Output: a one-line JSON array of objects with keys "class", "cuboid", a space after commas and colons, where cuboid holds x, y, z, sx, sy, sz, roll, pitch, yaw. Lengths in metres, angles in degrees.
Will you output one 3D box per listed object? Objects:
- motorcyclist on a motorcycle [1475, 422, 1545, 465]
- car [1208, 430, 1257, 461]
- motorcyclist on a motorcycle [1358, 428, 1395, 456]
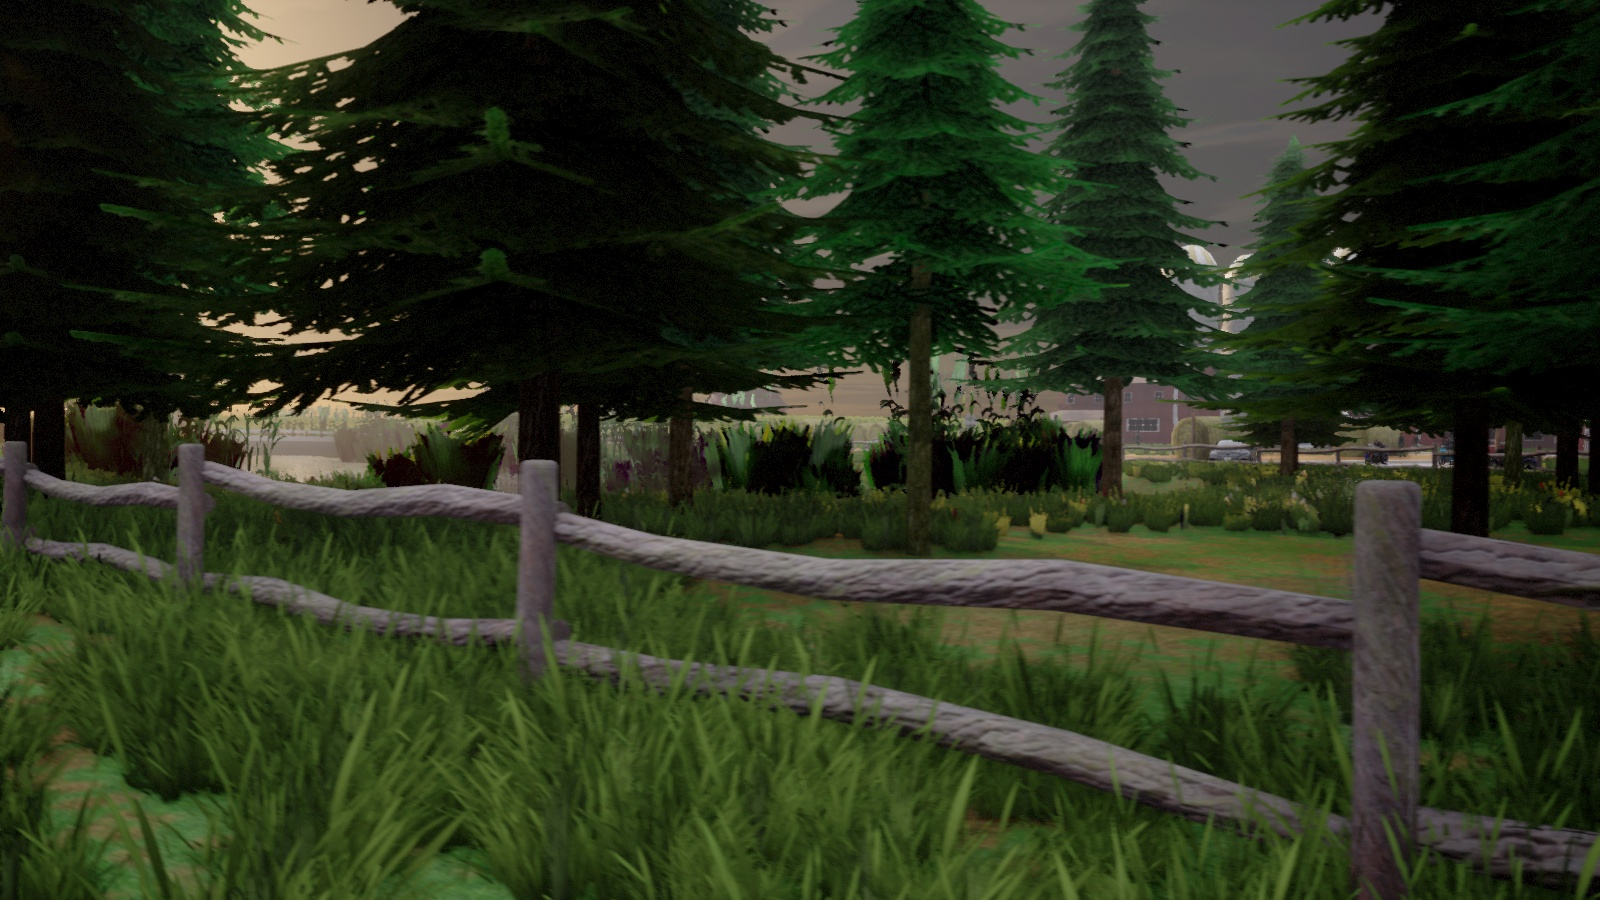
[{"class": "motorcyclist on a motorcycle", "cuboid": [28.083, -0.252, 49.711, 0.766, 1.649, 2.350, -1, 1, -30]}, {"class": "car", "cuboid": [20.810, -0.239, 60.280, 1.812, 1.442, 4.674, 0, 1, 24]}, {"class": "motorcyclist on a motorcycle", "cuboid": [32.299, -0.440, 70.357, 2.191, 1.530, 0.866, -1, 1, -33]}]
